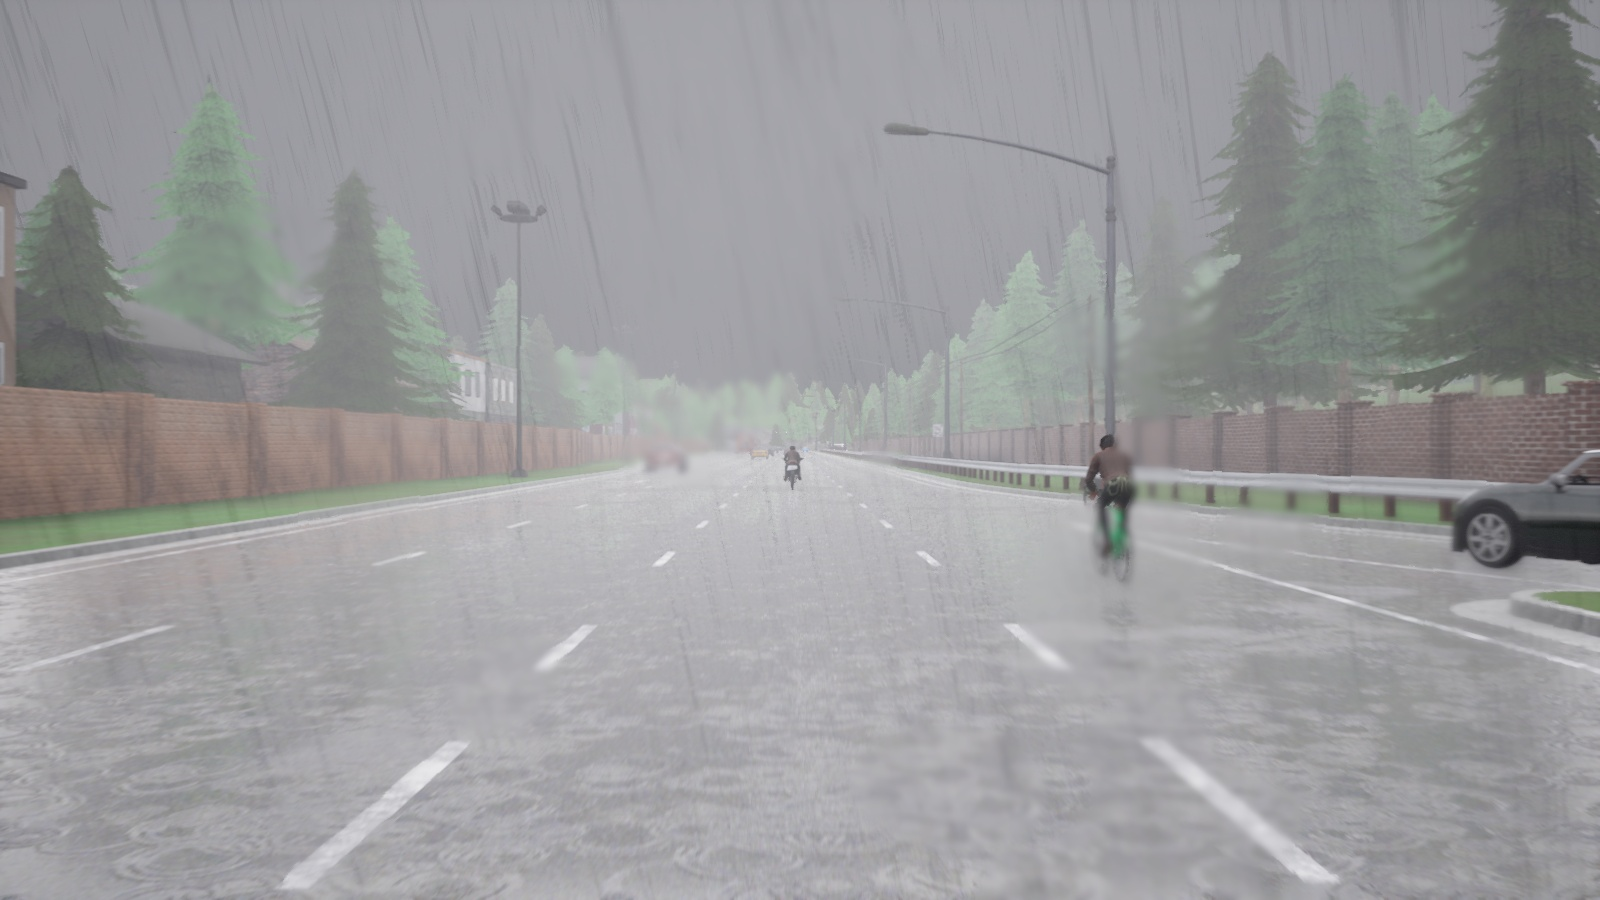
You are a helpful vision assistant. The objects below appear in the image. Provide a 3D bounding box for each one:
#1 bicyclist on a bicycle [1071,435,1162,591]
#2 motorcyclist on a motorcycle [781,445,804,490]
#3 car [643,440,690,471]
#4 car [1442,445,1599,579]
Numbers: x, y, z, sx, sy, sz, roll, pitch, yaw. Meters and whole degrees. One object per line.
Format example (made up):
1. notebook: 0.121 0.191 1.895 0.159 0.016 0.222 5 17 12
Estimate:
1. bicyclist on a bicycle: 3.472 0.660 13.898 0.582 1.620 1.656 0 0 0
2. motorcyclist on a motorcycle: -0.261 0.595 43.217 0.797 1.523 2.044 0 0 0
3. car: -7.482 0.301 70.847 2.152 1.651 5.027 0 0 0
4. car: 9.605 0.677 14.225 1.970 1.475 3.806 0 0 -21
